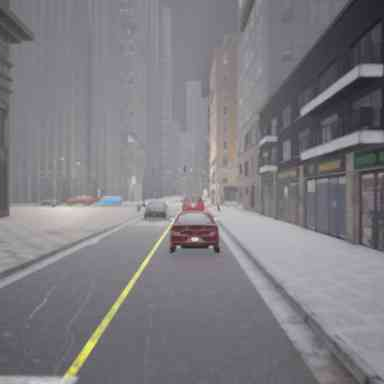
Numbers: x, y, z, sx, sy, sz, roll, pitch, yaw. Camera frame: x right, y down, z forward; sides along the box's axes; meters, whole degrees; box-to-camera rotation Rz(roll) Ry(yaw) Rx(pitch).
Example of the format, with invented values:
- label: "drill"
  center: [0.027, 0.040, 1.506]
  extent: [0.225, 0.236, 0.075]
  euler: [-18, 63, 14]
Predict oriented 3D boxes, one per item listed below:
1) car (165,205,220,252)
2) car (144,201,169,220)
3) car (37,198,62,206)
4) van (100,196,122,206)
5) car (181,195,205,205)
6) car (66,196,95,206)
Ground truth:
- label: "car"
  center: [0.103, 1.515, 14.101]
  extent: [1.882, 1.535, 5.008]
  euler: [0, 0, 0]
- label: "car"
  center: [-3.087, 1.577, 29.508]
  extent: [1.882, 1.535, 5.008]
  euler: [0, 0, 0]
- label: "car"
  center: [-25.997, 1.838, 60.624]
  extent: [4.313, 1.339, 1.947]
  euler: [0, 0, -1]
- label: "van"
  center: [-14.716, 1.618, 60.795]
  extent: [3.998, 1.788, 1.690]
  euler: [0, 0, -1]
- label: "car"
  center: [0.106, 1.331, 32.173]
  extent: [2.150, 2.045, 5.566]
  euler: [0, 0, 0]
- label: "car"
  center: [-20.357, 1.590, 60.710]
  extent: [5.009, 1.841, 2.192]
  euler: [0, 0, -1]
